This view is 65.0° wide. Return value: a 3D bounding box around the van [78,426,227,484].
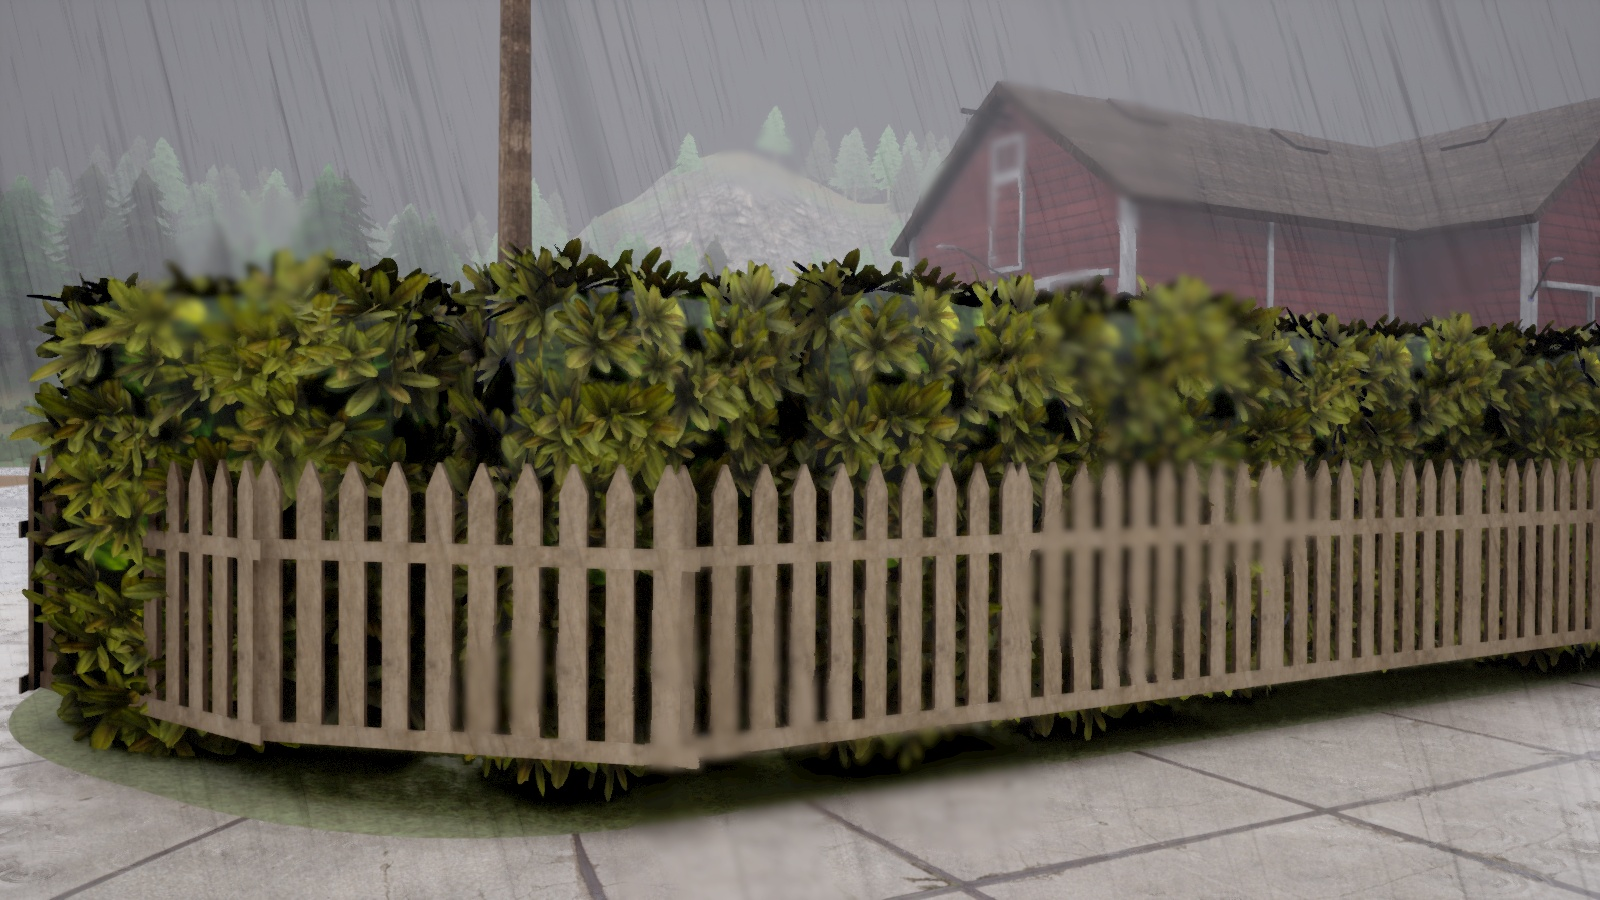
[{"bbox_3d":[-23.453,0.184,45.577,4.442,1.987,1.775,-1,0,1],"label":"van"}]
